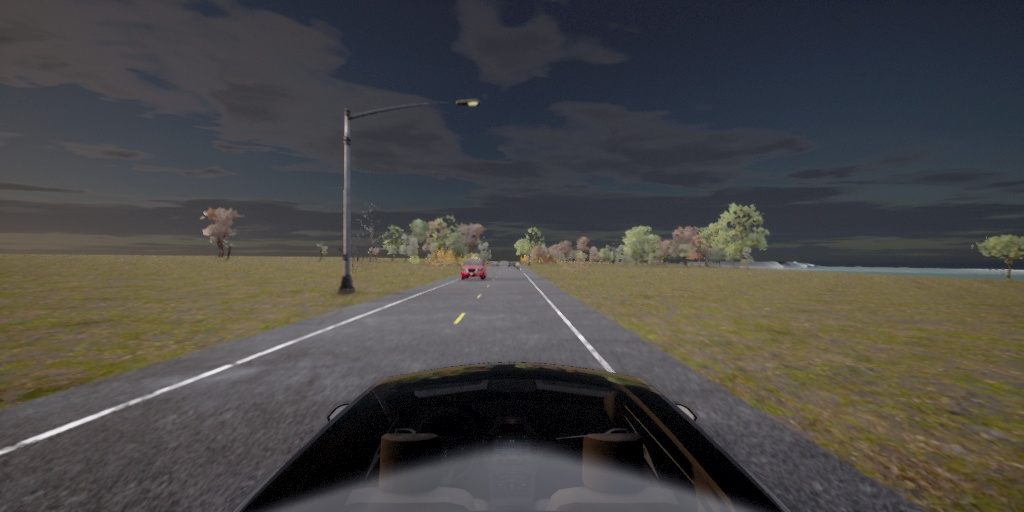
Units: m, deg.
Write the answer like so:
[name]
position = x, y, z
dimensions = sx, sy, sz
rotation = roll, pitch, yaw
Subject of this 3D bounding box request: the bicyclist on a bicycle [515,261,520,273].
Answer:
[bicyclist on a bicycle]
position = 0.938, 1.650, 52.684
dimensions = 0.866, 1.612, 1.509
rotation = 0, -1, 0

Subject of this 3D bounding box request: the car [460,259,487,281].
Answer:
[car]
position = -3.605, 1.273, 34.738
dimensions = 2.150, 2.045, 5.566
rotation = 0, -1, 0
